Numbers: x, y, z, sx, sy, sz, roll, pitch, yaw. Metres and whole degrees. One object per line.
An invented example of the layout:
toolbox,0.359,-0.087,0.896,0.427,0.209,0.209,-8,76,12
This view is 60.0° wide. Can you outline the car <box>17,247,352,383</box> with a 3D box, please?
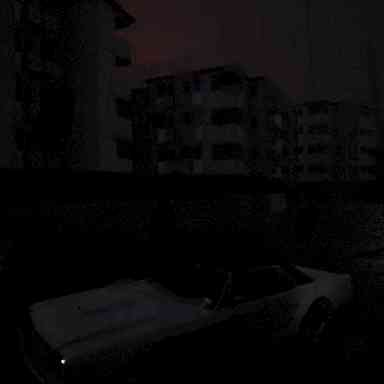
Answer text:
car,0.195,1.574,4.754,4.718,1.301,1.895,-1,0,-36
